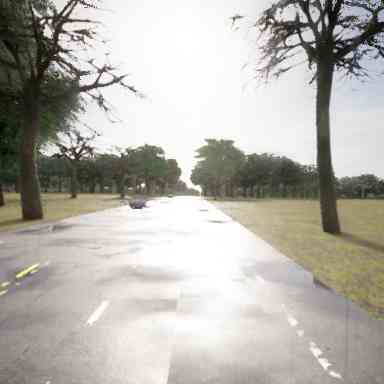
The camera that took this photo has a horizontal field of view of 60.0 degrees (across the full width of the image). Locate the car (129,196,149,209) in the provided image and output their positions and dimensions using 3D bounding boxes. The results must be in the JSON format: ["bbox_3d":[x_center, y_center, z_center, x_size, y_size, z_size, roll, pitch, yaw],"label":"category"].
[{"bbox_3d":[-7.001,1.259,44.257,2.097,1.767,4.553,0,0,0],"label":"car"}]
